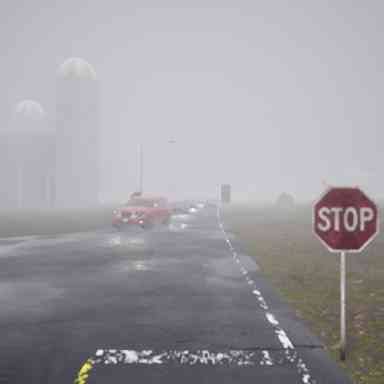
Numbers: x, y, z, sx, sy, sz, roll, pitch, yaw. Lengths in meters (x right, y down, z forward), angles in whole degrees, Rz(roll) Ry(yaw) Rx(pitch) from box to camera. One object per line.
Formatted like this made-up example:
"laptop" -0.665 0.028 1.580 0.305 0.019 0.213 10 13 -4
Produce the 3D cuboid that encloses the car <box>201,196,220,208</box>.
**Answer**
"car" 2.824 1.689 50.090 2.033 1.411 5.357 0 0 6

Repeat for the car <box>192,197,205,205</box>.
"car" 1.306 1.732 63.398 1.994 1.385 4.181 0 0 6

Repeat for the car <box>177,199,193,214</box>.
"car" -1.357 1.676 36.270 1.994 1.385 4.181 0 0 4

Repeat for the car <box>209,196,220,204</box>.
"car" 4.865 1.688 70.484 2.128 1.511 4.902 0 0 6

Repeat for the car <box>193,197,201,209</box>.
"car" -0.300 1.704 48.225 1.994 1.385 4.181 0 0 6

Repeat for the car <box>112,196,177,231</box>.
"car" -3.072 1.298 21.870 2.150 2.045 5.566 1 0 16
